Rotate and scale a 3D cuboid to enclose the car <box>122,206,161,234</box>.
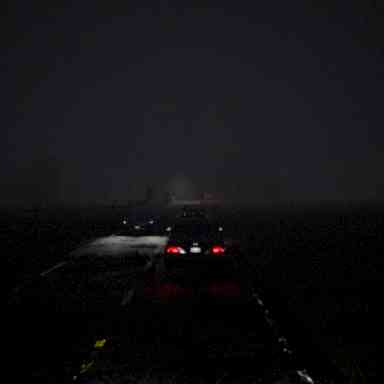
[{"bbox_3d":[-2.848,1.588,19.654,1.812,1.442,4.674,0,0,0],"label":"car"}]

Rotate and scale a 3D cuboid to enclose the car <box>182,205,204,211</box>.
[{"bbox_3d":[0.091,1.687,26.933,1.895,1.301,4.718,0,0,0],"label":"car"}]

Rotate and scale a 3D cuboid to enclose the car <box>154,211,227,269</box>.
[{"bbox_3d":[0.095,1.583,11.242,2.033,1.411,5.357,0,0,0],"label":"car"}]
